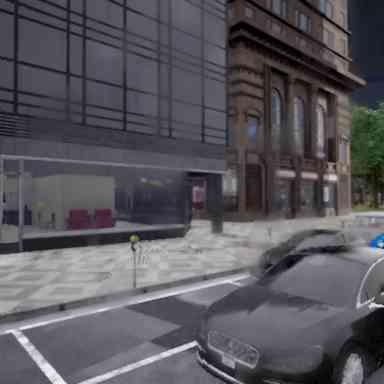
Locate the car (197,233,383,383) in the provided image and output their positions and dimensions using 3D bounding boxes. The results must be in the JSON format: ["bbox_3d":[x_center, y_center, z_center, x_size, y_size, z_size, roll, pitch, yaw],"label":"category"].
[{"bbox_3d":[2.243,1.652,5.196,4.892,1.490,1.837,2,-2,-40],"label":"car"}]

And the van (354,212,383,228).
[{"bbox_3d":[8.058,1.707,13.776,3.998,1.788,1.690,1,-2,-40],"label":"van"}]

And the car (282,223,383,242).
[{"bbox_3d":[3.918,1.848,10.246,4.313,1.339,1.947,1,-2,-40],"label":"car"}]
